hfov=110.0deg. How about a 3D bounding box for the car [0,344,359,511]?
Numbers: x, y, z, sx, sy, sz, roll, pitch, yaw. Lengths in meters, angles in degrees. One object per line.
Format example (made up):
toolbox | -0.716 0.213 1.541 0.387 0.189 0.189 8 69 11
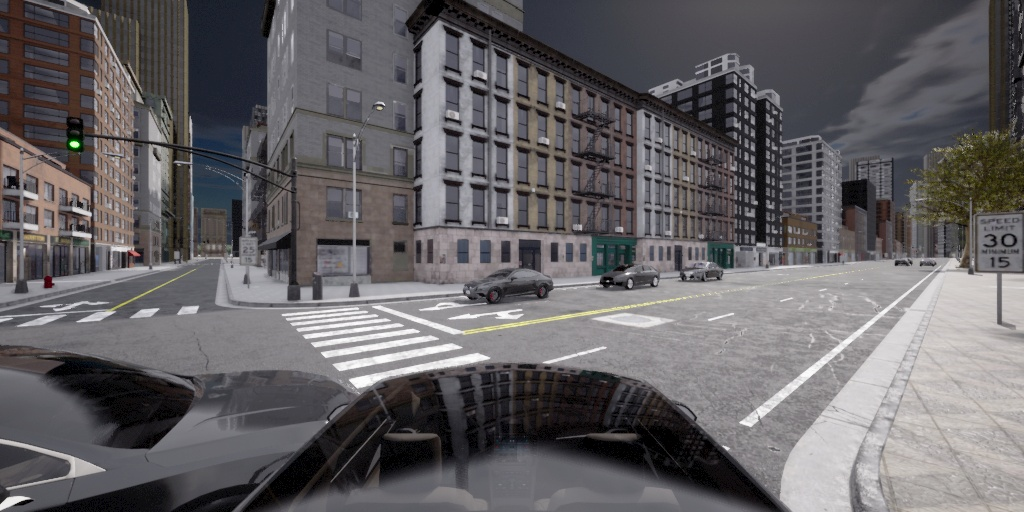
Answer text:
car | -3.224 1.257 1.754 4.892 1.490 1.837 0 0 -35

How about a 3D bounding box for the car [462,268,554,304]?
car | -0.065 1.286 16.731 4.674 1.442 1.812 0 0 -39

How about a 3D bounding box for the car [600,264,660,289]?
car | 7.616 1.258 22.968 4.892 1.490 1.837 0 0 -39

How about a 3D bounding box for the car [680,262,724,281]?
car | 15.615 1.235 29.452 4.902 1.511 2.128 0 0 -39
